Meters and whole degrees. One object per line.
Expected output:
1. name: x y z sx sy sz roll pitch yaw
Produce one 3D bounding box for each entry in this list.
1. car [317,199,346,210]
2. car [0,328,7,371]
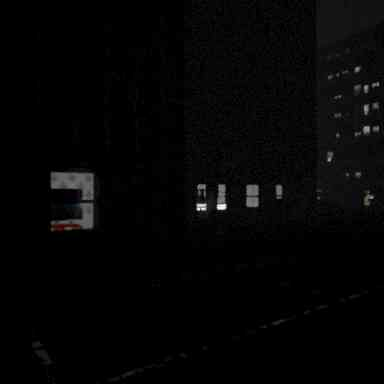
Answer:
1. car: 18.523 1.639 44.898 1.967 1.590 4.097 -1 0 -35
2. car: -4.170 1.446 3.126 4.097 1.590 1.967 0 0 -35
